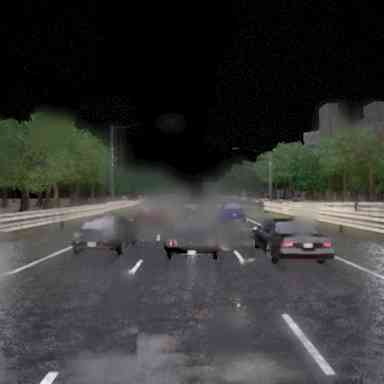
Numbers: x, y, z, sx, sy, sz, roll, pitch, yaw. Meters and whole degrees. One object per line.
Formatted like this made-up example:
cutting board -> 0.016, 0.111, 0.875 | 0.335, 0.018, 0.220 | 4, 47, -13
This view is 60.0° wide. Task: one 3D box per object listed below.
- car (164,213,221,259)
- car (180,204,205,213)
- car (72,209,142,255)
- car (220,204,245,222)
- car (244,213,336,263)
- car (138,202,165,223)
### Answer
car -> 0.015, 1.745, 13.255 | 1.895, 1.301, 4.718 | 0, -1, 0
car -> 0.011, 1.806, 28.490 | 1.837, 1.490, 4.892 | 0, 0, 0
car -> -3.479, 1.676, 13.893 | 1.812, 1.442, 4.674 | 0, 0, 0
car -> 3.517, 1.783, 29.220 | 1.882, 1.535, 5.008 | 0, 0, 0
car -> 3.507, 1.684, 12.530 | 2.033, 1.411, 5.357 | 0, -1, 0
car -> -3.489, 1.649, 28.418 | 2.097, 1.767, 4.553 | 0, -1, 0
